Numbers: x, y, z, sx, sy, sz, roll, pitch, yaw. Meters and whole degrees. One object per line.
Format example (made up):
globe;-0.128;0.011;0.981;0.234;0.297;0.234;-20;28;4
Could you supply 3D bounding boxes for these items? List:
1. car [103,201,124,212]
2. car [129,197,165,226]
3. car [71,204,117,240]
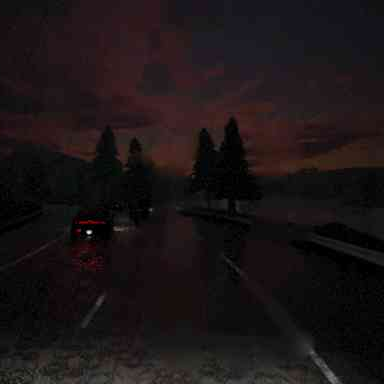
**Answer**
car;-10.153;1.774;41.778;2.033;1.411;5.357;0;0;-29
car;-3.470;1.361;25.262;2.150;2.045;5.566;0;0;-16
car;-5.204;1.602;17.697;1.837;1.490;4.892;0;0;-11
